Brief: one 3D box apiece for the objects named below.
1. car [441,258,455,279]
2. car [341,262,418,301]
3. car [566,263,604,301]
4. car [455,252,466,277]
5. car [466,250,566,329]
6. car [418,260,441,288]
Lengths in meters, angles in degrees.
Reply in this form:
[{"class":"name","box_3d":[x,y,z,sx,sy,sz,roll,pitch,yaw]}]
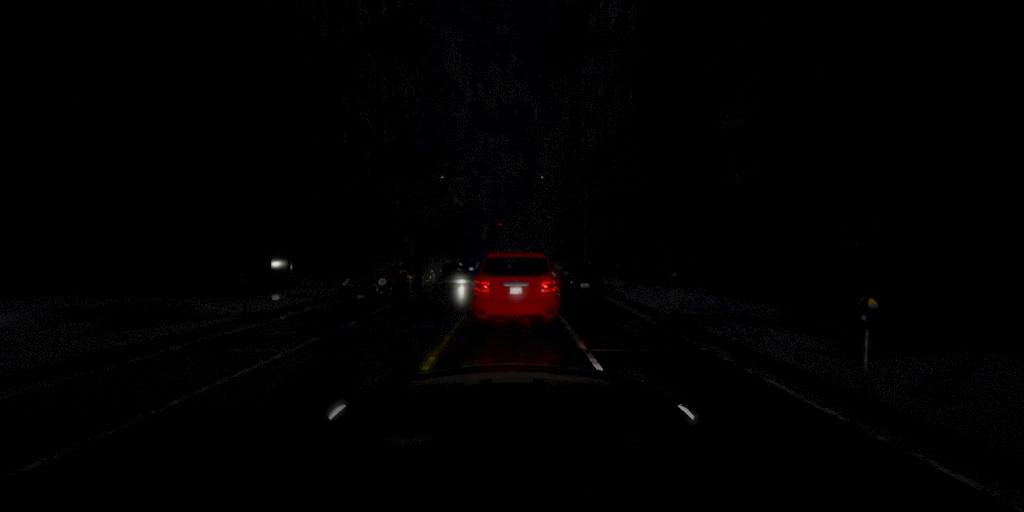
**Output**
[{"class":"car","box_3d":[-5.761,0.962,26.676,2.007,1.370,4.403,0,0,0]},{"class":"car","box_3d":[-5.762,1.000,15.667,1.967,1.591,4.097,0,0,0]},{"class":"car","box_3d":[2.763,1.125,15.666,1.948,1.339,4.313,0,0,0]},{"class":"car","box_3d":[-2.999,0.586,29.483,2.150,2.045,5.566,0,1,0]},{"class":"car","box_3d":[0.104,0.847,10.908,2.150,2.045,5.566,0,1,0]},{"class":"car","box_3d":[-5.762,1.051,21.172,1.948,1.339,4.313,0,0,0]}]
